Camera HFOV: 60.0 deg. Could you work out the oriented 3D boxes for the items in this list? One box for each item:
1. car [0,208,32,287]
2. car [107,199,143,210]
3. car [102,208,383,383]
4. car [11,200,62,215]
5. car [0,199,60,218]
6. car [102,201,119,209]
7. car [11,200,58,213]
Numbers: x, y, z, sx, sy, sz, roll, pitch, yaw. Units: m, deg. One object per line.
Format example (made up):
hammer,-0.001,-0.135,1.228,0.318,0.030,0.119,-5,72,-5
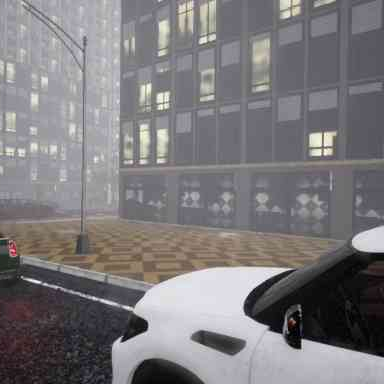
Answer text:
car,-6.177,1.348,8.062,4.553,1.767,2.097,0,0,35
car,-9.497,1.755,47.595,2.128,1.511,4.902,1,0,36
car,1.900,1.222,2.327,5.566,2.045,2.150,0,0,36
car,-17.224,1.655,37.105,1.837,1.490,4.892,1,0,36
car,-15.139,1.519,30.178,2.192,1.841,5.009,1,0,36
car,-8.356,1.830,39.400,1.752,1.417,4.829,1,0,36
car,-18.652,1.642,39.547,1.752,1.417,4.829,1,0,36
